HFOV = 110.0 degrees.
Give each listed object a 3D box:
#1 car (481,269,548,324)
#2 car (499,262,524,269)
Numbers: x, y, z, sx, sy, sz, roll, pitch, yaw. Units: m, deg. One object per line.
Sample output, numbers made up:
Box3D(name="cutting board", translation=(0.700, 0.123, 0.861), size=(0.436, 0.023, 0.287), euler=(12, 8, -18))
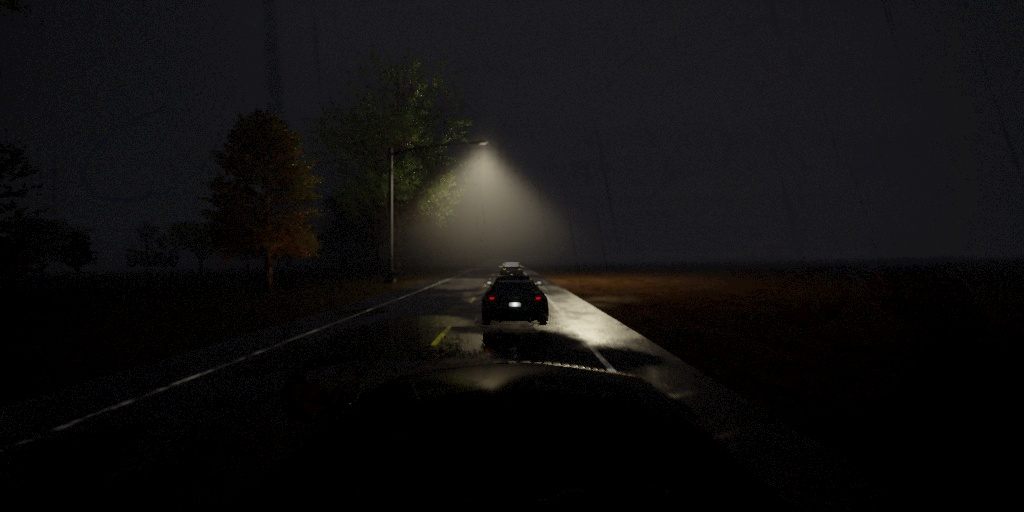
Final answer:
Box3D(name="car", translation=(0.077, 1.313, 11.924), size=(1.994, 1.385, 4.181), euler=(0, 0, 0))
Box3D(name="car", translation=(-0.044, 1.242, 30.154), size=(2.128, 1.511, 4.902), euler=(0, 0, -1))
